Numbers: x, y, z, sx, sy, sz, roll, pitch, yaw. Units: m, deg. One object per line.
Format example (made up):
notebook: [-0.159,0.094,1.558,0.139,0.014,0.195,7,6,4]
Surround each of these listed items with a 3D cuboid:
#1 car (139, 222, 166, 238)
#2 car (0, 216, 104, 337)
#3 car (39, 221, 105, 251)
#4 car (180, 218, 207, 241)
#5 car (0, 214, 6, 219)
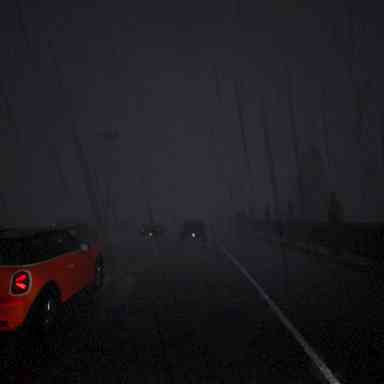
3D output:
car: [-3.399,3.330,29.523,1.895,1.301,4.718,0,-4,0]
car: [-3.399,1.545,7.147,2.097,1.767,4.553,0,-2,0]
car: [-6.899,2.498,19.779,2.128,1.511,4.902,0,-4,0]
car: [0.101,2.974,26.018,1.837,1.490,4.892,0,-4,0]
car: [-21.053,3.265,33.768,2.150,2.045,5.566,0,-5,0]
